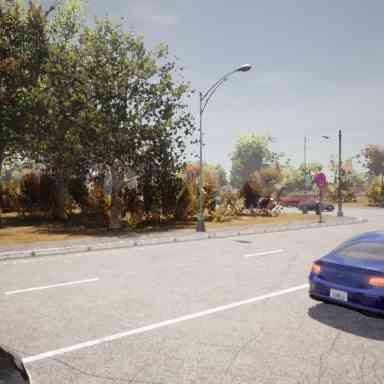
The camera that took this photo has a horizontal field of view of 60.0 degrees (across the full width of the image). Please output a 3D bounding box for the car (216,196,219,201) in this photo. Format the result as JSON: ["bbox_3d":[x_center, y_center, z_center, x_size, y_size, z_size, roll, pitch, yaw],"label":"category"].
[{"bbox_3d":[3.980,1.459,56.278,1.812,1.442,4.674,0,1,-32],"label":"car"}]

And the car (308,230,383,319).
[{"bbox_3d":[4.283,1.526,6.809,4.674,1.442,1.812,0,0,-36],"label":"car"}]

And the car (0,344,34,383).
[{"bbox_3d":[-3.315,1.492,1.381,4.902,1.511,2.128,0,0,-36],"label":"car"}]

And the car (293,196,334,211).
[{"bbox_3d":[14.613,1.564,39.458,1.994,1.385,4.181,0,0,-32],"label":"car"}]

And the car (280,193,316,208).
[{"bbox_3d":[14.783,1.221,46.108,2.150,2.045,5.566,0,0,-32],"label":"car"}]
